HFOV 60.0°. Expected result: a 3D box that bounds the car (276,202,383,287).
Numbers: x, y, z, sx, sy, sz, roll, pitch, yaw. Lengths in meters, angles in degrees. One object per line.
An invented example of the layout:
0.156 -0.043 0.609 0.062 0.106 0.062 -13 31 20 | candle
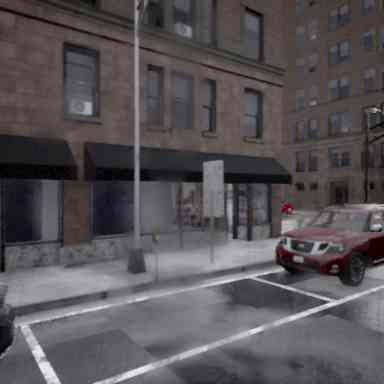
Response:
4.623 1.298 9.485 5.009 1.841 2.192 0 0 -35 | car

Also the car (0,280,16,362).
-4.190 1.555 3.199 4.403 1.369 2.008 0 0 -35 | car

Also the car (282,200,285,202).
7.090 1.347 31.110 1.882 1.535 5.008 0 0 -36 | car
